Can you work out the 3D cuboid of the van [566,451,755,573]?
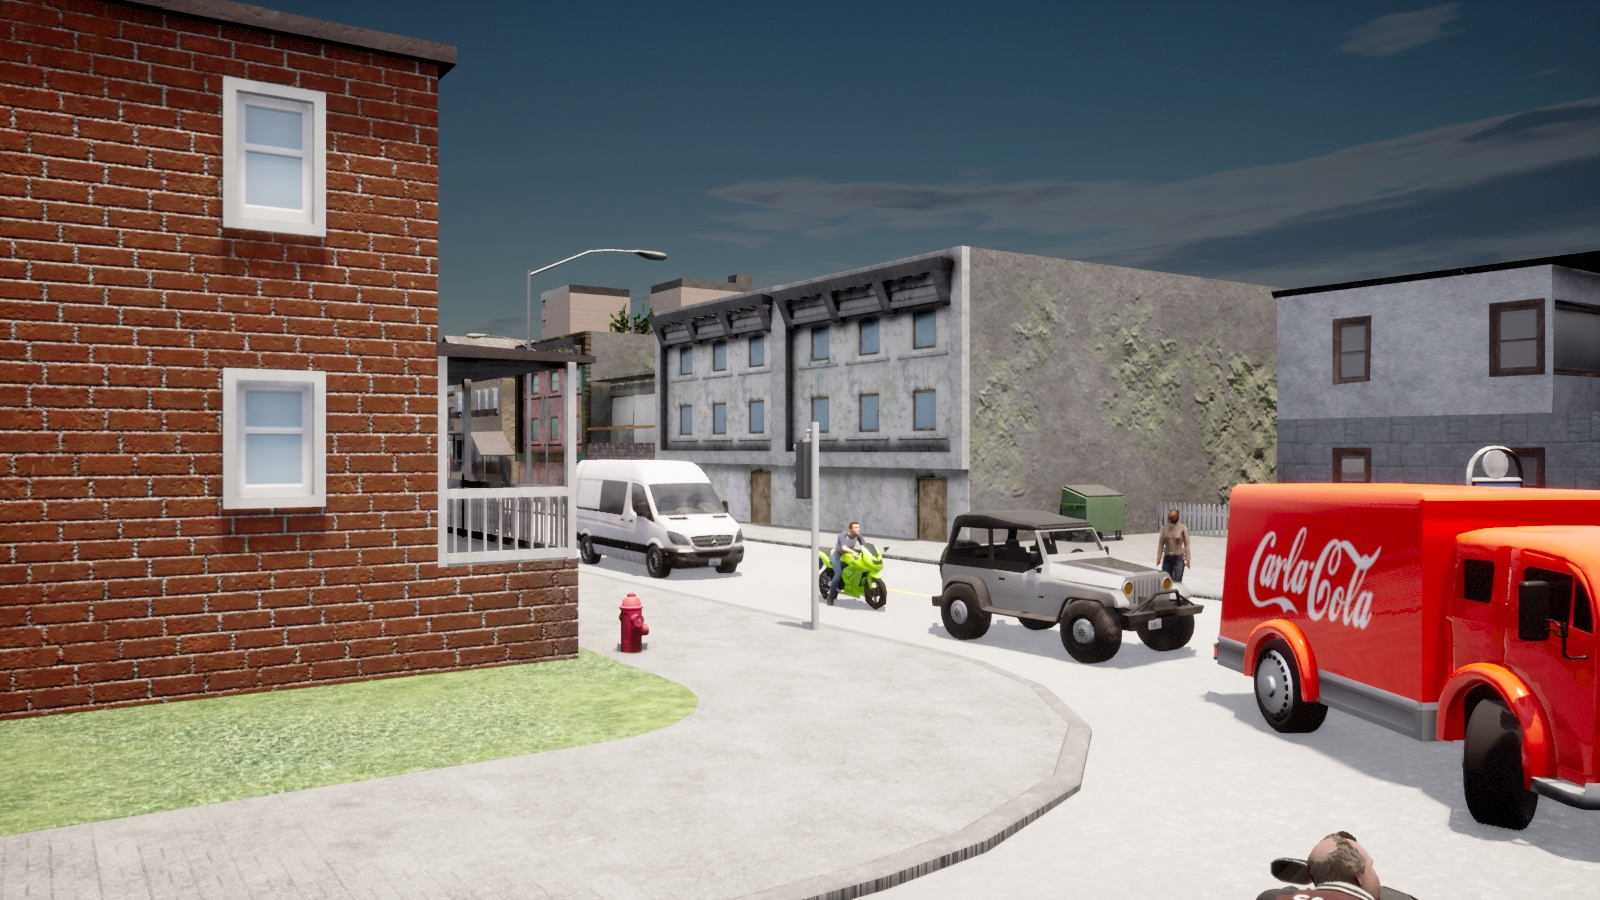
[{"bbox_3d":[-3.458,1.314,27.079,1.988,2.561,5.915,0,0,-34],"label":"van"}]

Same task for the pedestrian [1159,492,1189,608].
[{"bbox_3d":[6.153,1.628,18.813,0.375,1.860,0.375,0,0,36],"label":"pedestrian"}]

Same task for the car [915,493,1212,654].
[{"bbox_3d":[3.680,1.637,16.521,1.905,1.878,3.866,0,0,-36],"label":"car"}]

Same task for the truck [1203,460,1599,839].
[{"bbox_3d":[6.066,1.348,10.299,2.627,2.467,5.204,0,0,-6],"label":"truck"}]
